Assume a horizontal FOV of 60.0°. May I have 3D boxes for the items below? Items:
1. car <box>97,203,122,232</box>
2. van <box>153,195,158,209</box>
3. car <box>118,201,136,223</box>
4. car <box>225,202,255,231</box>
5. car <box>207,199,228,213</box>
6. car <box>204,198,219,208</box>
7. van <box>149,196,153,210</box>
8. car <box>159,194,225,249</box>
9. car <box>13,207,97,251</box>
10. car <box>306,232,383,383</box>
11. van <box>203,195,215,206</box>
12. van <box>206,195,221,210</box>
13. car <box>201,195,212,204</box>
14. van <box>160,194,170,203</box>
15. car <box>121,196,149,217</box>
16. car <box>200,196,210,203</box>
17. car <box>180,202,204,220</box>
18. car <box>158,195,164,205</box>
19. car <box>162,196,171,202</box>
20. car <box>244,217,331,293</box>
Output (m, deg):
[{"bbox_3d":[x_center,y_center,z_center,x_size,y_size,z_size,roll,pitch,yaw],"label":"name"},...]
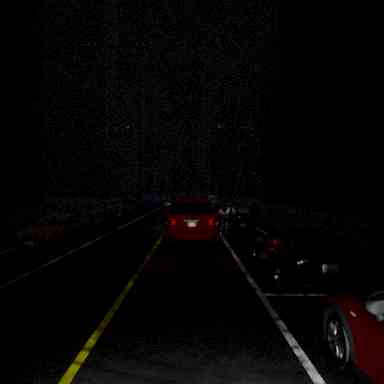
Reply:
[{"bbox_3d":[-5.764,1.581,20.045,1.802,1.307,4.206,0,0,0],"label":"car"},{"bbox_3d":[-5.764,1.347,42.755,1.690,1.788,3.998,0,0,0],"label":"van"},{"bbox_3d":[-5.764,1.582,25.723,1.802,1.307,4.206,0,0,0],"label":"car"},{"bbox_3d":[2.761,1.550,20.054,2.008,1.369,4.403,0,0,0],"label":"car"},{"bbox_3d":[2.761,1.554,37.087,2.008,1.369,4.403,0,0,0],"label":"car"},{"bbox_3d":[2.761,1.553,48.442,1.887,1.381,4.507,0,0,0],"label":"car"},{"bbox_3d":[-5.764,1.344,37.078,1.690,1.788,3.998,0,0,0],"label":"van"},{"bbox_3d":[0.000,1.257,14.680,2.150,2.045,5.566,0,0,0],"label":"car"},{"bbox_3d":[-5.764,1.523,14.198,1.752,1.417,4.829,0,0,0],"label":"car"},{"bbox_3d":[2.761,1.437,3.021,1.967,1.590,4.097,0,0,0],"label":"car"},{"bbox_3d":[2.761,1.352,54.120,1.690,1.788,3.998,0,0,0],"label":"van"},{"bbox_3d":[2.761,1.347,42.765,1.690,1.788,3.998,0,0,0],"label":"van"},{"bbox_3d":[2.761,1.458,65.475,1.967,1.590,4.097,0,0,0],"label":"car"},{"bbox_3d":[-5.764,1.362,71.142,1.690,1.788,3.998,0,0,0],"label":"van"},{"bbox_3d":[-5.764,1.317,31.400,2.192,1.841,5.009,0,0,0],"label":"car"},{"bbox_3d":[2.761,1.603,71.152,1.802,1.307,4.206,0,0,0],"label":"car"},{"bbox_3d":[0.000,1.619,29.681,1.895,1.301,4.718,0,0,0],"label":"car"},{"bbox_3d":[-5.764,1.593,54.110,1.802,1.307,4.206,0,0,0],"label":"car"},{"bbox_3d":[-5.764,1.550,76.650,1.752,1.417,4.829,0,0,0],"label":"car"},{"bbox_3d":[2.762,1.563,8.699,1.947,1.339,4.313,0,0,0],"label":"car"}]
